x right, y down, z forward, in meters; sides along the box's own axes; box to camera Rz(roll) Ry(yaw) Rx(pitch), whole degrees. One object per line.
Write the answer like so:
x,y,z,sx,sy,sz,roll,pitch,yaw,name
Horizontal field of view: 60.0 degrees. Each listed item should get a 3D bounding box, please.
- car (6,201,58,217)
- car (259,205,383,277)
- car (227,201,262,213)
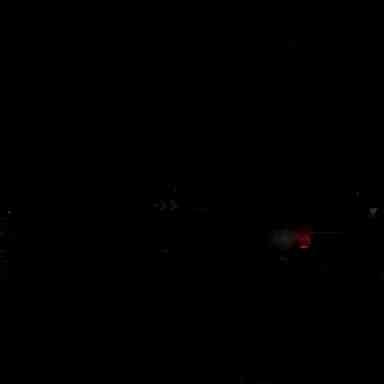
-15.586,1.617,32.697,2.128,1.511,4.902,-1,0,31,car
4.733,1.396,10.387,4.553,1.767,2.097,0,0,-18,car
6.559,1.752,39.105,4.718,1.301,1.895,0,0,34,car
